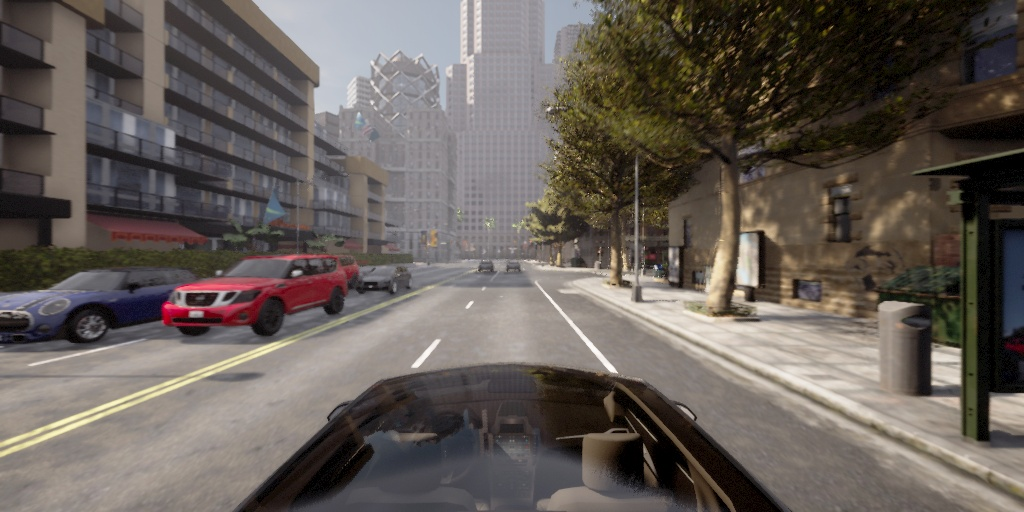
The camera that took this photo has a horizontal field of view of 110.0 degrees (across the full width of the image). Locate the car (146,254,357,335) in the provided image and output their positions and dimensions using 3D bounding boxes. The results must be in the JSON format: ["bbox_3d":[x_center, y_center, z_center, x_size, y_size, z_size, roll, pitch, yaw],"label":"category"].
[{"bbox_3d":[-7.069,0.961,10.829,2.150,2.045,5.566,0,0,1],"label":"car"}]

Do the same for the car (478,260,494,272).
[{"bbox_3d":[-3.321,1.235,46.957,2.128,1.511,4.902,0,0,0],"label":"car"}]

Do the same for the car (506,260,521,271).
[{"bbox_3d":[0.181,1.240,47.691,2.128,1.511,4.902,0,0,0],"label":"car"}]

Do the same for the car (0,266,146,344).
[{"bbox_3d":[-10.571,1.086,9.558,2.097,1.767,4.553,0,0,0],"label":"car"}]

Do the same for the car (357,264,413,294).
[{"bbox_3d":[-6.969,1.252,20.102,1.837,1.490,4.892,0,0,0],"label":"car"}]

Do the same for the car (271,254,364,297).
[{"bbox_3d":[-10.470,0.941,19.971,2.150,2.045,5.566,0,0,0],"label":"car"}]
